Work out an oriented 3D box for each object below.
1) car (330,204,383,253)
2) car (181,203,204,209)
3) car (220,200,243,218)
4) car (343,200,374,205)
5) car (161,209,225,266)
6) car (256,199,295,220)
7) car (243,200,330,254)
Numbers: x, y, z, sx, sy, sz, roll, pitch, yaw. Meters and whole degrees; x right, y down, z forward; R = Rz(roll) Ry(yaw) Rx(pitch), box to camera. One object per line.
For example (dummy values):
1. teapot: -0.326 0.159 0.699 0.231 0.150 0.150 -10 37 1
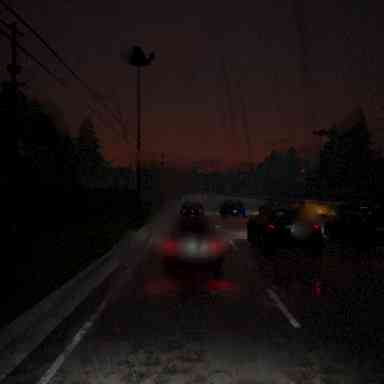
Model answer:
1. car: 7.045 1.467 13.564 2.128 1.511 4.902 0 0 1
2. car: 0.037 1.549 27.961 1.895 1.301 4.718 0 0 1
3. car: 3.551 1.422 29.753 1.882 1.535 5.008 0 0 0
4. car: 14.042 1.439 28.561 2.128 1.511 4.902 0 0 1
5. car: 0.023 1.526 11.389 2.033 1.411 5.357 0 0 1
6. car: 7.042 1.439 28.564 2.128 1.511 4.902 0 0 1
7. car: 3.544 1.326 13.476 2.097 1.767 4.553 0 0 1
